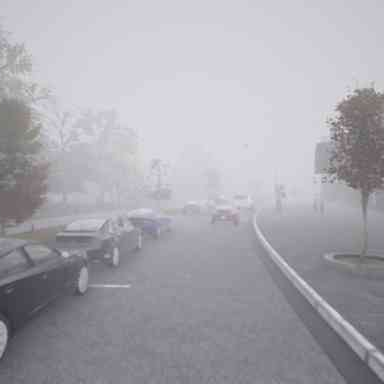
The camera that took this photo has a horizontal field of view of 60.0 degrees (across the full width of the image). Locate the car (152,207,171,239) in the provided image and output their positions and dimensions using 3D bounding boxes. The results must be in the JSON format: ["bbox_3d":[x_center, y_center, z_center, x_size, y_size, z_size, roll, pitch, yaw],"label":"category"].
[{"bbox_3d":[-2.381,1.531,17.724,2.097,1.535,5.008,0,0,7],"label":"car"}]

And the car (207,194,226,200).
[{"bbox_3d":[3.285,1.348,44.358,2.435,2.045,5.566,-3,-1,17],"label":"car"}]

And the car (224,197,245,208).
[{"bbox_3d":[7.066,1.632,55.046,1.946,1.575,5.366,-3,-1,23],"label":"car"}]

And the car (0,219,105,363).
[{"bbox_3d":[-3.384,1.521,5.732,2.097,1.535,5.008,-1,0,3],"label":"car"}]

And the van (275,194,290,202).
[{"bbox_3d":[22.636,1.656,84.601,1.878,1.987,4.442,-3,-1,32],"label":"van"}]

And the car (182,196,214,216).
[{"bbox_3d":[0.365,1.577,33.528,2.231,1.521,4.892,-3,-1,14],"label":"car"}]

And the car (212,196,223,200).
[{"bbox_3d":[1.731,1.589,38.950,2.231,1.521,4.892,-3,-1,15],"label":"car"}]

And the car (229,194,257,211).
[{"bbox_3d":[6.363,1.290,41.193,2.150,2.045,5.566,-1,0,16],"label":"car"}]

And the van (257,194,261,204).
[{"bbox_3d":[11.510,1.471,65.230,1.878,1.987,4.442,-3,-1,26],"label":"van"}]

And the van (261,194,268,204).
[{"bbox_3d":[14.027,1.510,70.223,1.878,1.987,4.442,-3,-1,27],"label":"van"}]

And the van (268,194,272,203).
[{"bbox_3d":[16.699,1.555,75.121,1.878,1.987,4.442,-3,-1,28],"label":"van"}]

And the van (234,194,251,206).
[{"bbox_3d":[9.166,1.438,60.150,1.878,1.987,4.442,-3,-1,21],"label":"van"}]

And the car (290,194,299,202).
[{"bbox_3d":[25.805,1.681,89.100,2.435,2.045,5.566,-3,-1,34],"label":"car"}]

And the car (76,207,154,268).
[{"bbox_3d":[-3.043,1.520,11.432,2.231,1.521,4.892,0,0,5],"label":"car"}]

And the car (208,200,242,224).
[{"bbox_3d":[2.530,1.574,24.879,1.812,1.442,4.674,0,0,10],"label":"car"}]
